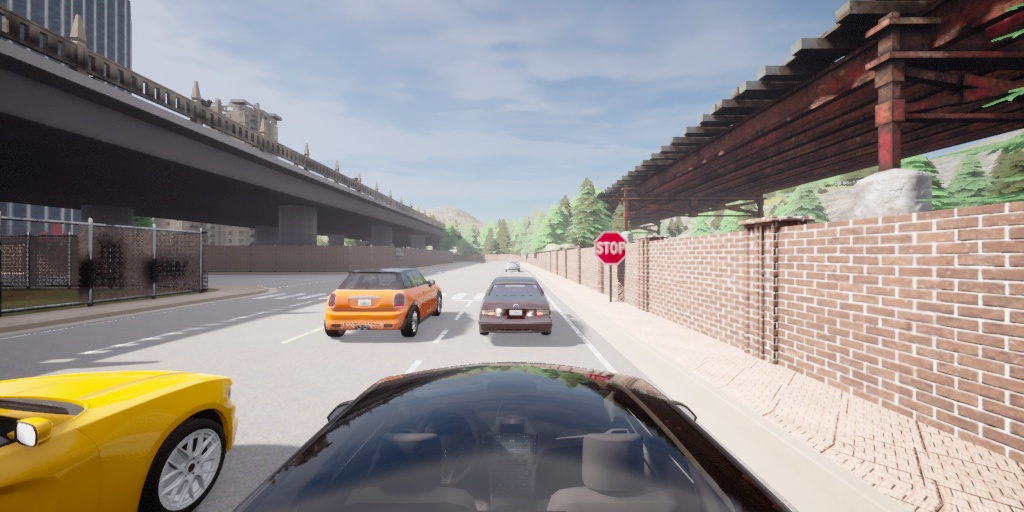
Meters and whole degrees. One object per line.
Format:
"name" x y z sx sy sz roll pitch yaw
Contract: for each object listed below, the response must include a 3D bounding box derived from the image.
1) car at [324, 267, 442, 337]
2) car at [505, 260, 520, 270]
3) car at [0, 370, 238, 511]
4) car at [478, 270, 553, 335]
"car" -3.419 1.102 10.433 2.097 1.767 4.553 0 0 0
"car" 0.085 1.276 46.320 1.812 1.442 4.674 0 0 -1
"car" -3.398 1.228 1.175 1.882 1.535 5.008 0 0 0
"car" 0.082 1.297 10.454 2.033 1.411 5.357 0 0 0
